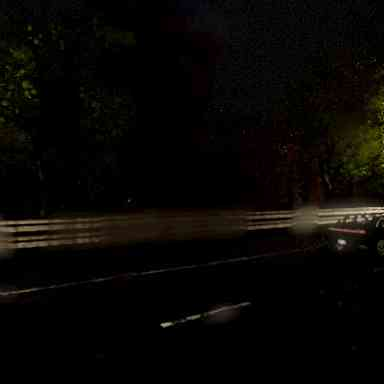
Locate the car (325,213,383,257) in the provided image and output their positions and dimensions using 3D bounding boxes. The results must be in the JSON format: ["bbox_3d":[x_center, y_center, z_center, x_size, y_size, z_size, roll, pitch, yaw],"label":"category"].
[{"bbox_3d":[7.427,1.630,13.512,4.902,1.511,2.128,1,0,-36],"label":"car"}]
